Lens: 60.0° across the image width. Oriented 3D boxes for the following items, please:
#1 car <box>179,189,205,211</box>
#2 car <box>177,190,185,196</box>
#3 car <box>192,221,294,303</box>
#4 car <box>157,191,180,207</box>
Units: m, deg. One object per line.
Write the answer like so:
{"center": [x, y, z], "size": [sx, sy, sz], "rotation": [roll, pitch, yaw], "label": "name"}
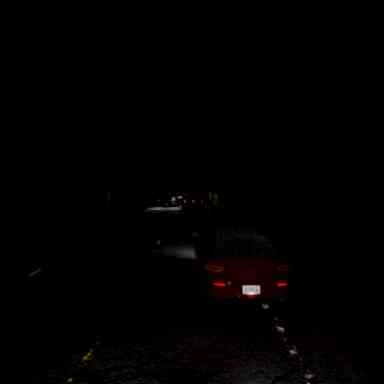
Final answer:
{"center": [0.137, 0.824, 32.211], "size": [2.097, 1.767, 4.553], "rotation": [0, 1, 1], "label": "car"}
{"center": [-2.557, 0.298, 78.657], "size": [1.895, 1.301, 4.718], "rotation": [0, 1, 0], "label": "car"}
{"center": [0.979, 1.398, 7.757], "size": [1.812, 1.442, 4.674], "rotation": [0, 1, 0], "label": "car"}
{"center": [-2.755, 0.731, 37.865], "size": [2.097, 1.767, 4.553], "rotation": [0, 1, 0], "label": "car"}
